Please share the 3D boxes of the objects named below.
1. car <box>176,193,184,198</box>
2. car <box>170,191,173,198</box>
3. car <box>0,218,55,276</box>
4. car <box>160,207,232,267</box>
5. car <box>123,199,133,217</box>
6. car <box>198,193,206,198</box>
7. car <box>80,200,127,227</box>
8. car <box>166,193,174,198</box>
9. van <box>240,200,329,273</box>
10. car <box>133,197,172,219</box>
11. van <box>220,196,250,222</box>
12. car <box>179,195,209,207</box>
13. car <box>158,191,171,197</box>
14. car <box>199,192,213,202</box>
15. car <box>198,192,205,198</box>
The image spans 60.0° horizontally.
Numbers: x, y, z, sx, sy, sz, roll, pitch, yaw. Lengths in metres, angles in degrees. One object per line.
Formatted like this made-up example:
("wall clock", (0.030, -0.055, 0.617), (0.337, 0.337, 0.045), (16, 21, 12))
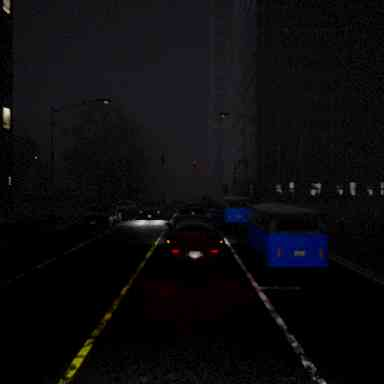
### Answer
("car", (-3.036, 0.891, 85.043), (2.033, 1.411, 5.357), (0, 0, 0))
("car", (-5.718, 1.017, 71.028), (2.008, 1.369, 4.403), (0, 0, 0))
("car", (-5.693, 1.504, 10.146), (1.947, 1.339, 4.313), (0, 0, 0))
("car", (0.074, 1.457, 11.076), (1.812, 1.442, 4.674), (0, 1, 0))
("car", (-5.829, 1.321, 28.775), (1.752, 1.417, 4.829), (0, 0, 0))
("car", (2.657, 0.894, 88.075), (1.947, 1.339, 4.313), (0, 0, 0))
("car", (-5.778, 1.418, 21.542), (1.947, 1.339, 4.313), (0, 0, 0))
("car", (-5.725, 0.911, 88.075), (1.802, 1.307, 4.206), (0, 0, 0))
("van", (2.689, 1.279, 10.148), (1.690, 1.788, 3.998), (0, 0, 0))
("car", (-3.075, 1.358, 26.903), (2.033, 1.411, 5.357), (0, 0, 0))
("van", (2.766, 1.193, 21.545), (1.690, 1.788, 3.998), (0, 0, 0))
("car", (0.072, 1.295, 25.929), (1.882, 1.535, 5.008), (0, 1, 0))
("car", (-5.715, 1.055, 65.345), (1.887, 1.381, 4.507), (0, 0, 0))
("car", (2.669, 0.995, 59.670), (1.967, 1.590, 4.097), (0, 0, 0))
("car", (2.655, 0.720, 93.755), (1.967, 1.590, 4.097), (0, 1, 0))
